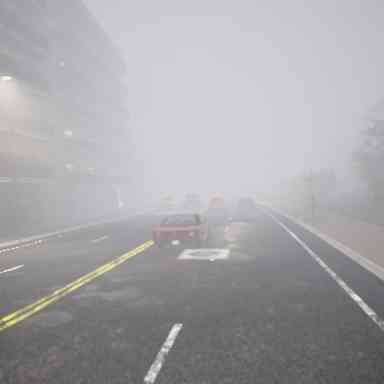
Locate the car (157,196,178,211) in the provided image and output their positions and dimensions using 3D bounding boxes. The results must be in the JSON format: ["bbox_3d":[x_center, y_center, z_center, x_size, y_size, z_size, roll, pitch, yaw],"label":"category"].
[{"bbox_3d":[-3.168,1.473,43.792,2.097,1.767,4.553,-3,0,6],"label":"car"}]

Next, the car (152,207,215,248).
[{"bbox_3d":[-0.275,1.603,14.788,1.895,1.301,4.718,-3,0,9],"label":"car"}]

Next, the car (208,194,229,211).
[{"bbox_3d":[2.830,1.298,37.291,1.882,1.535,5.008,-3,0,7],"label":"car"}]

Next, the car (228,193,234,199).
[{"bbox_3d":[8.997,0.957,77.939,1.812,1.442,4.674,-3,0,2],"label":"car"}]

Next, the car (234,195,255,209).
[{"bbox_3d":[6.231,1.209,38.489,1.994,1.385,4.181,-3,0,6],"label":"car"}]

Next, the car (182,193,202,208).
[{"bbox_3d":[0.060,1.174,43.487,2.150,2.045,5.566,-3,0,6],"label":"car"}]
